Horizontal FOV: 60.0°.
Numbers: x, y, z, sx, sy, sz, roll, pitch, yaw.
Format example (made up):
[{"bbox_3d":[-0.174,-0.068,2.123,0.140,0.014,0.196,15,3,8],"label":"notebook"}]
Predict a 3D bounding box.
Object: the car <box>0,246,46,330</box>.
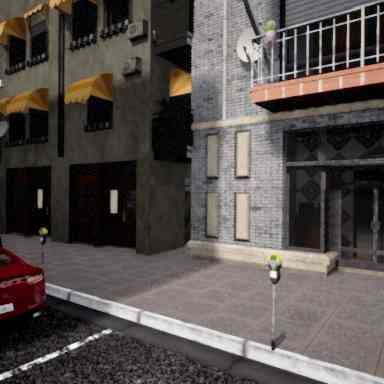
[{"bbox_3d":[-4.497,1.543,6.077,4.507,1.381,1.887,0,1,36],"label":"car"}]
